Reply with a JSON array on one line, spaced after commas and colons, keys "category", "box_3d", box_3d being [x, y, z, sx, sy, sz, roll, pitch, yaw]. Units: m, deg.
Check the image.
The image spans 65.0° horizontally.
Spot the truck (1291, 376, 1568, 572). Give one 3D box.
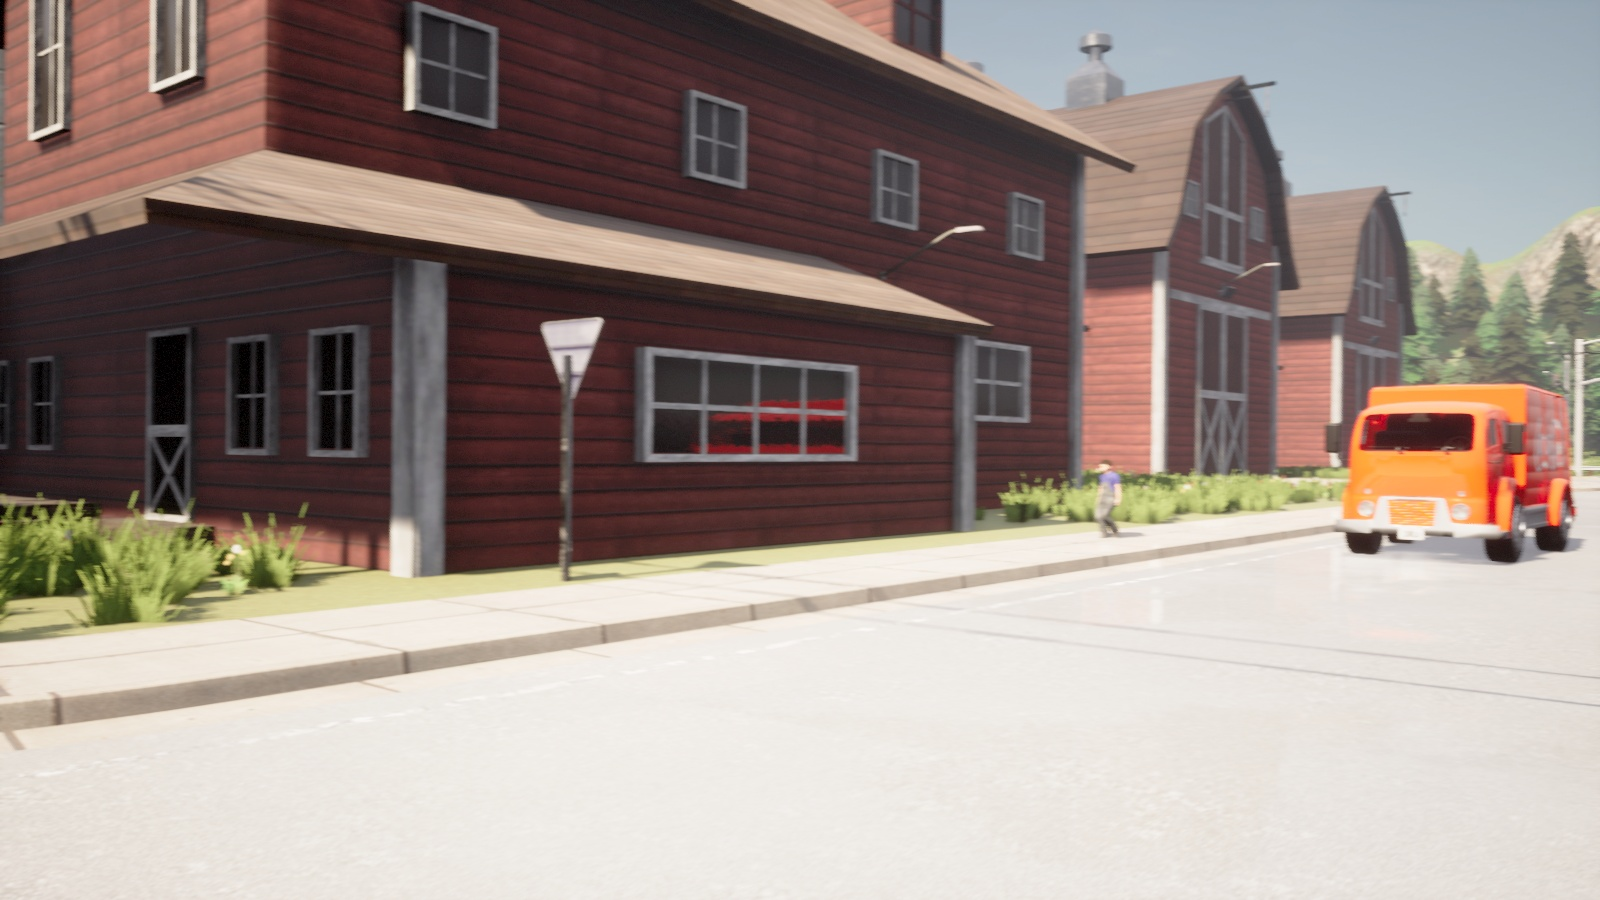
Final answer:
[{"category": "truck", "box_3d": [9.502, 0.302, 18.697, 2.627, 2.467, 5.204, 1, 0, 39]}]

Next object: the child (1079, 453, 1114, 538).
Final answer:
[{"category": "child", "box_3d": [4.460, 0.677, 18.906, 0.437, 1.263, 0.270, 1, 0, -29]}]
